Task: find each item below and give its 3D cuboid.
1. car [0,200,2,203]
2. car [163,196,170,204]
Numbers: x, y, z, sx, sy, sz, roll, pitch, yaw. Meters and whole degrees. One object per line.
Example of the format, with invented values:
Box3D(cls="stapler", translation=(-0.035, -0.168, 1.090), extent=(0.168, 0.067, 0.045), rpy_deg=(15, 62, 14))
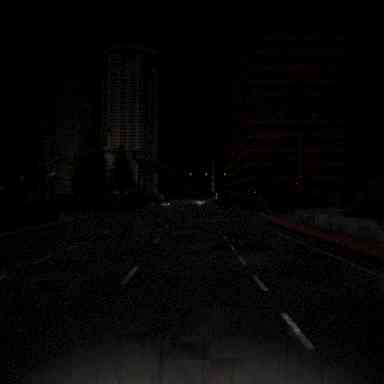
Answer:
Box3D(cls="car", translation=(-37.431, 1.798, 62.015), extent=(3.866, 1.878, 1.905), rpy_deg=(0, -1, 0))
Box3D(cls="car", translation=(-7.008, 2.562, 92.879), extent=(2.033, 1.411, 5.357), rpy_deg=(0, -1, 0))
